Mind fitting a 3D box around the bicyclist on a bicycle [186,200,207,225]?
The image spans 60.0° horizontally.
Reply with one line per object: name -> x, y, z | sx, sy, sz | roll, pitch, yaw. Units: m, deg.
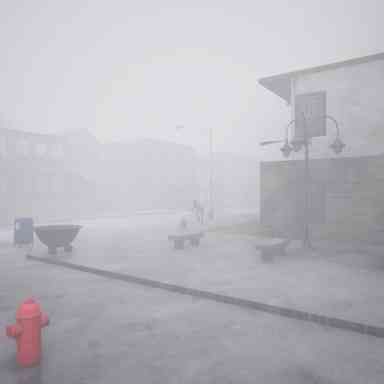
bicyclist on a bicycle -> 0.285, 1.340, 21.633 | 1.656, 1.620, 0.582 | 0, 0, 35
